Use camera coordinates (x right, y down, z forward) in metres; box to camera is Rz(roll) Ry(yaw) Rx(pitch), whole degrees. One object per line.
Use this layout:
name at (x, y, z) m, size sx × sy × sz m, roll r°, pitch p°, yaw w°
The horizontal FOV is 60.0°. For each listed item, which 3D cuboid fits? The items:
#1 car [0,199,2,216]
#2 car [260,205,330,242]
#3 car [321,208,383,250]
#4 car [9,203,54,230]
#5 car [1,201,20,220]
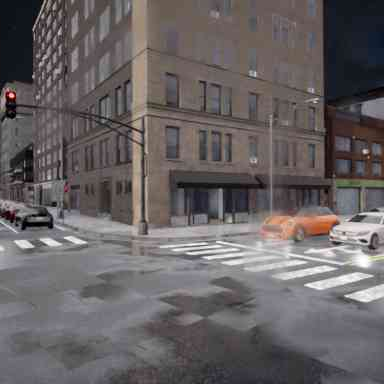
car at (-16.235, 1.551, 29.950) m, size 2.008 × 1.369 × 4.403 m, roll 1°, pitch 0°, yaw -35°
car at (5.636, 1.503, 17.246) m, size 4.553 × 1.767 × 2.097 m, roll 0°, pitch -1°, yaw -35°
car at (8.207, 1.650, 15.062) m, size 4.674 × 1.442 × 1.812 m, roll 0°, pitch -1°, yaw -34°
car at (-9.940, 1.566, 20.854) m, size 1.947 × 1.339 × 4.313 m, roll 1°, pitch 0°, yaw -35°
car at (-13.087, 1.545, 25.402) m, size 1.887 × 1.381 × 4.507 m, roll 1°, pitch 0°, yaw -35°
